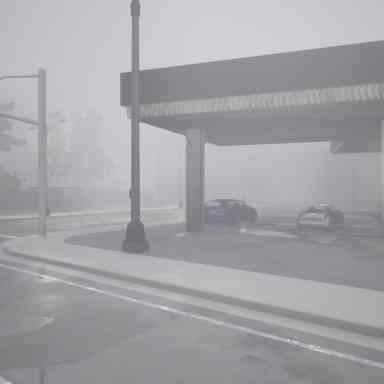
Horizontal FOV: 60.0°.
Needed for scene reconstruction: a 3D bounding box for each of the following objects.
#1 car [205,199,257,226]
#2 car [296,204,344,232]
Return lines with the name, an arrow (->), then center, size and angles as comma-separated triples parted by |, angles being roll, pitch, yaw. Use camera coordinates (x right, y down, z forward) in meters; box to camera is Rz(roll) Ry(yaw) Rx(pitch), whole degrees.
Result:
car -> 2.648, 1.295, 22.587 | 2.242, 1.667, 4.611 | 0, 0, 37
car -> 7.722, 1.456, 19.787 | 1.970, 1.475, 3.806 | 0, 0, 37
